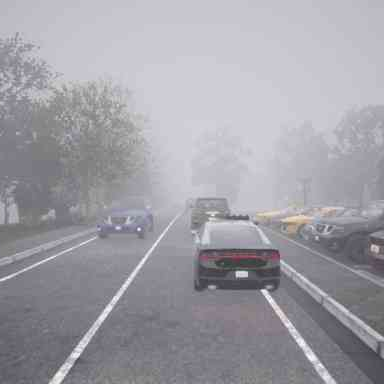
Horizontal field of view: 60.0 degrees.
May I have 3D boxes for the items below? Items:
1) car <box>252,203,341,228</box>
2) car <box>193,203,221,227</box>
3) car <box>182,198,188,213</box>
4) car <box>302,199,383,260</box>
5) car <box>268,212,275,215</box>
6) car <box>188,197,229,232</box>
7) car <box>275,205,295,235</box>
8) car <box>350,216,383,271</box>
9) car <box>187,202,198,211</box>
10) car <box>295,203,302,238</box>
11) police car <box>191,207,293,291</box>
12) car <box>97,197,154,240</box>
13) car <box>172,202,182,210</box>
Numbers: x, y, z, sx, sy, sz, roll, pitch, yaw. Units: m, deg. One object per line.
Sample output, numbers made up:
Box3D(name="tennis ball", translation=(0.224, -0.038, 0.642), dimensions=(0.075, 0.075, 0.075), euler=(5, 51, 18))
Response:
Box3D(name="car", translation=(6.956, 1.563, 22.562), dimensions=(5.366, 1.575, 1.946), euler=(0, 0, 0))
Box3D(name="car", translation=(1.038, 1.621, 25.128), dimensions=(1.882, 1.535, 5.008), euler=(0, -1, 0))
Box3D(name="car", translation=(0.131, 1.805, 44.927), dimensions=(2.150, 2.045, 5.566), euler=(0, -2, 0))
Box3D(name="car", translation=(7.079, 1.250, 11.473), dimensions=(5.566, 2.045, 2.435), euler=(0, 0, 0))
Box3D(name="car", translation=(7.138, 1.539, 19.793), dimensions=(4.892, 1.521, 2.231), euler=(0, 0, 0))
Box3D(name="car", translation=(1.023, 1.296, 19.156), dimensions=(2.150, 2.045, 5.566), euler=(0, -1, 0))
Box3D(name="car", translation=(7.131, 1.519, 17.021), dimensions=(5.008, 1.535, 2.097), euler=(0, 0, 0))
Box3D(name="car", translation=(7.128, 1.527, 8.696), dimensions=(4.792, 1.488, 2.163), euler=(0, 0, 0))
Box3D(name="car", translation=(0.150, 2.615, 59.681), dimensions=(1.837, 1.490, 4.892), euler=(0, -2, 0))
Box3D(name="car", translation=(7.147, 1.382, 14.244), dimensions=(4.553, 1.767, 2.185), euler=(0, 0, 0))
Box3D(name="police car", translation=(0.998, 1.439, 9.215), dimensions=(1.930, 1.638, 5.238), euler=(0, 0, 0))
Box3D(name="car", translation=(-3.306, 1.280, 17.700), dimensions=(2.150, 2.045, 5.566), euler=(0, -1, 0))
Box3D(name="car", translation=(-3.063, 2.924, 71.223), dimensions=(2.097, 1.767, 4.553), euler=(0, -3, 0))
